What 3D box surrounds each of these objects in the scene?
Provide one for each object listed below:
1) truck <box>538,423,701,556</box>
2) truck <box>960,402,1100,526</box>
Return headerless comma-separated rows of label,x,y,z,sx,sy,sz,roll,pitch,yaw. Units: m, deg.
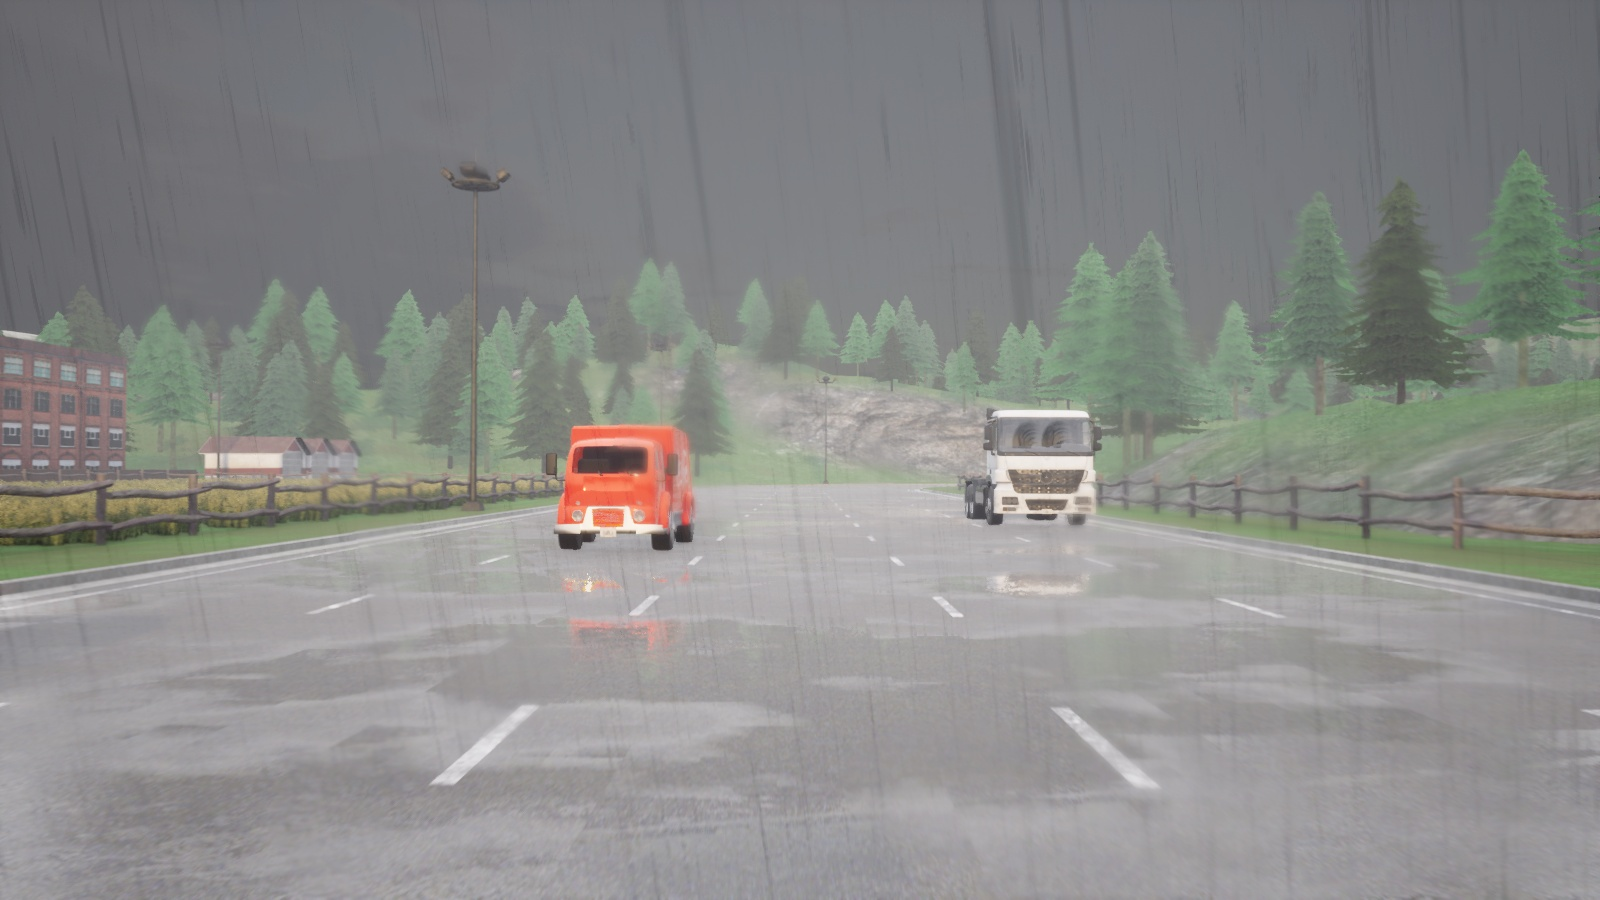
truck,-3.565,0.776,25.935,2.627,2.467,5.204,0,-1,0
truck,6.915,0.459,39.042,2.891,3.462,7.936,0,-1,0
